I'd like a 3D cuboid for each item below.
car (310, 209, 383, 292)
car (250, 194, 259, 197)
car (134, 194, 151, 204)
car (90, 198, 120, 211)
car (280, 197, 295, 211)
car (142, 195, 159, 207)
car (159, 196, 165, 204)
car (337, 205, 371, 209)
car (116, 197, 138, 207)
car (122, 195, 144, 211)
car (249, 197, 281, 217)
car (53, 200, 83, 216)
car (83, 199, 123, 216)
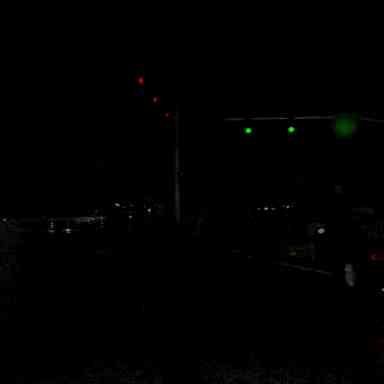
[{"bbox_3d":[4.568,1.429,8.740,1.882,1.535,5.008,-1,0,5],"label":"car"},{"bbox_3d":[13.824,1.166,73.559,2.097,1.767,4.553,-1,0,6],"label":"car"},{"bbox_3d":[-9.376,1.380,63.290,2.097,1.767,4.553,-1,0,5],"label":"car"},{"bbox_3d":[-11.135,1.609,43.097,2.033,1.411,5.357,-1,0,5],"label":"car"},{"bbox_3d":[10.668,1.374,38.714,1.837,1.490,4.892,-1,0,5],"label":"car"},{"bbox_3d":[-6.890,1.542,51.593,1.812,1.442,4.674,-1,0,5],"label":"car"},{"bbox_3d":[-5.986,1.490,61.960,2.128,1.511,4.902,-1,0,5],"label":"car"},{"bbox_3d":[8.927,1.429,18.540,1.812,1.442,4.674,-1,0,5],"label":"car"},{"bbox_3d":[-10.267,1.537,53.163,2.128,1.511,4.902,-1,0,5],"label":"car"},{"bbox_3d":[-7.773,1.538,41.361,1.837,1.490,4.892,-1,0,5],"label":"car"},{"bbox_3d":[6.439,1.462,30.416,2.033,1.411,5.357,-1,0,5],"label":"car"},{"bbox_3d":[-12.032,1.556,33.361,1.882,1.535,5.008,-1,0,5],"label":"car"},{"bbox_3d":[-8.627,1.613,32.580,1.994,1.385,4.181,-1,0,6],"label":"car"}]
